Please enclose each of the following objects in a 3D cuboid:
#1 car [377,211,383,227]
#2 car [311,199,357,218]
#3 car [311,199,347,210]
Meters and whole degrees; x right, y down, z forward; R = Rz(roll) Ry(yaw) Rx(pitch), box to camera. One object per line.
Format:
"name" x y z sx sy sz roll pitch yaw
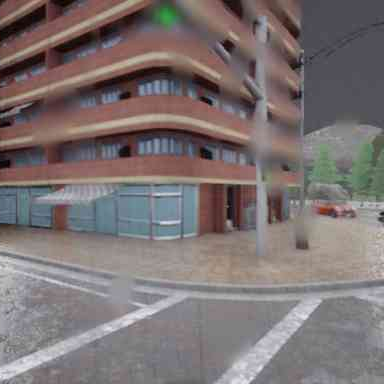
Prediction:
"car" 13.293 1.602 20.391 2.033 1.411 5.357 0 0 7
"car" 13.002 1.437 30.688 2.097 1.767 4.553 0 0 -11
"car" 18.898 1.665 46.079 1.812 1.442 4.674 0 0 -27
